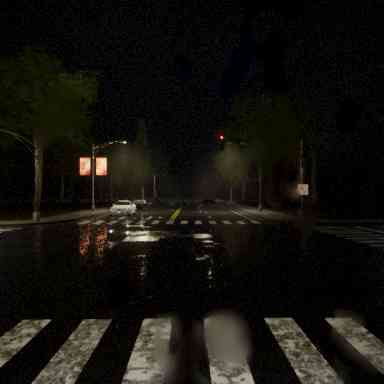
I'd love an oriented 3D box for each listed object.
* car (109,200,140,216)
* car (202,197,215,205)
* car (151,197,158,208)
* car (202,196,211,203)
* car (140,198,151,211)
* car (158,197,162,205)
[{"bbox_3d":[-6.620,1.551,32.364,1.812,1.442,4.674,0,0,0],"label":"car"},{"bbox_3d":[3.293,1.615,62.047,1.882,1.535,5.008,0,0,0],"label":"car"},{"bbox_3d":[-6.636,1.609,50.467,1.812,1.442,4.674,0,0,0],"label":"car"},{"bbox_3d":[3.187,1.710,72.481,1.812,1.442,4.674,0,0,0],"label":"car"},{"bbox_3d":[-6.626,1.648,41.375,1.895,1.301,4.718,0,0,0],"label":"car"},{"bbox_3d":[-6.613,1.680,61.120,2.033,1.411,5.357,0,0,0],"label":"car"}]
